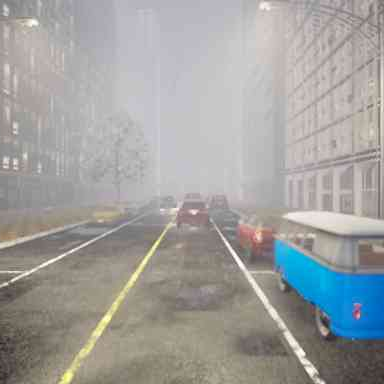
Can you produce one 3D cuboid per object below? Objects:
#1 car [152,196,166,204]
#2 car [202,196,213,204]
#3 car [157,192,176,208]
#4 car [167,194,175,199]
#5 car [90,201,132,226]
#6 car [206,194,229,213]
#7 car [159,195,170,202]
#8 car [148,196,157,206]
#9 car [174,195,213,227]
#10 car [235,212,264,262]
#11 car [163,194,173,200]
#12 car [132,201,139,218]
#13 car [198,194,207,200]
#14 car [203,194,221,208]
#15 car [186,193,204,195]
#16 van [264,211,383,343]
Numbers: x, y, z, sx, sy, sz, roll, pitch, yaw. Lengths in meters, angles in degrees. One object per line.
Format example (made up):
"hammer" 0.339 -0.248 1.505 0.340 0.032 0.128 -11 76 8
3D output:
"car" -5.696 1.394 57.442 1.947 1.339 4.313 0 0 0
"car" 2.685 1.353 57.600 1.752 1.417 4.829 0 0 0
"car" -3.093 1.224 44.251 2.097 1.767 4.553 0 0 0
"car" -5.700 1.244 91.595 1.887 1.381 4.507 0 0 0
"car" -5.691 1.463 23.116 1.752 1.417 4.829 0 0 0
"car" 2.689 1.218 34.661 2.192 1.841 5.009 0 0 0
"car" -5.697 1.369 68.825 1.802 1.307 4.206 0 0 0
"car" -5.695 1.399 51.749 2.008 1.369 4.403 0 0 0
"car" 0.095 1.294 22.452 2.097 1.767 4.553 0 0 0
"car" 2.691 1.410 11.893 1.967 1.590 4.097 0 0 0
"car" -5.698 1.294 80.210 2.008 1.369 4.403 0 0 0
"car" -5.692 1.471 28.980 2.008 1.369 4.403 0 0 0
"car" 2.682 1.287 85.891 1.947 1.339 4.313 0 0 0
"car" 2.688 1.182 46.046 2.192 1.841 5.009 0 0 0
"car" 0.094 1.109 40.162 2.150 2.045 5.566 0 0 0
"van" 2.692 1.326 6.201 1.690 1.788 3.998 0 0 0
